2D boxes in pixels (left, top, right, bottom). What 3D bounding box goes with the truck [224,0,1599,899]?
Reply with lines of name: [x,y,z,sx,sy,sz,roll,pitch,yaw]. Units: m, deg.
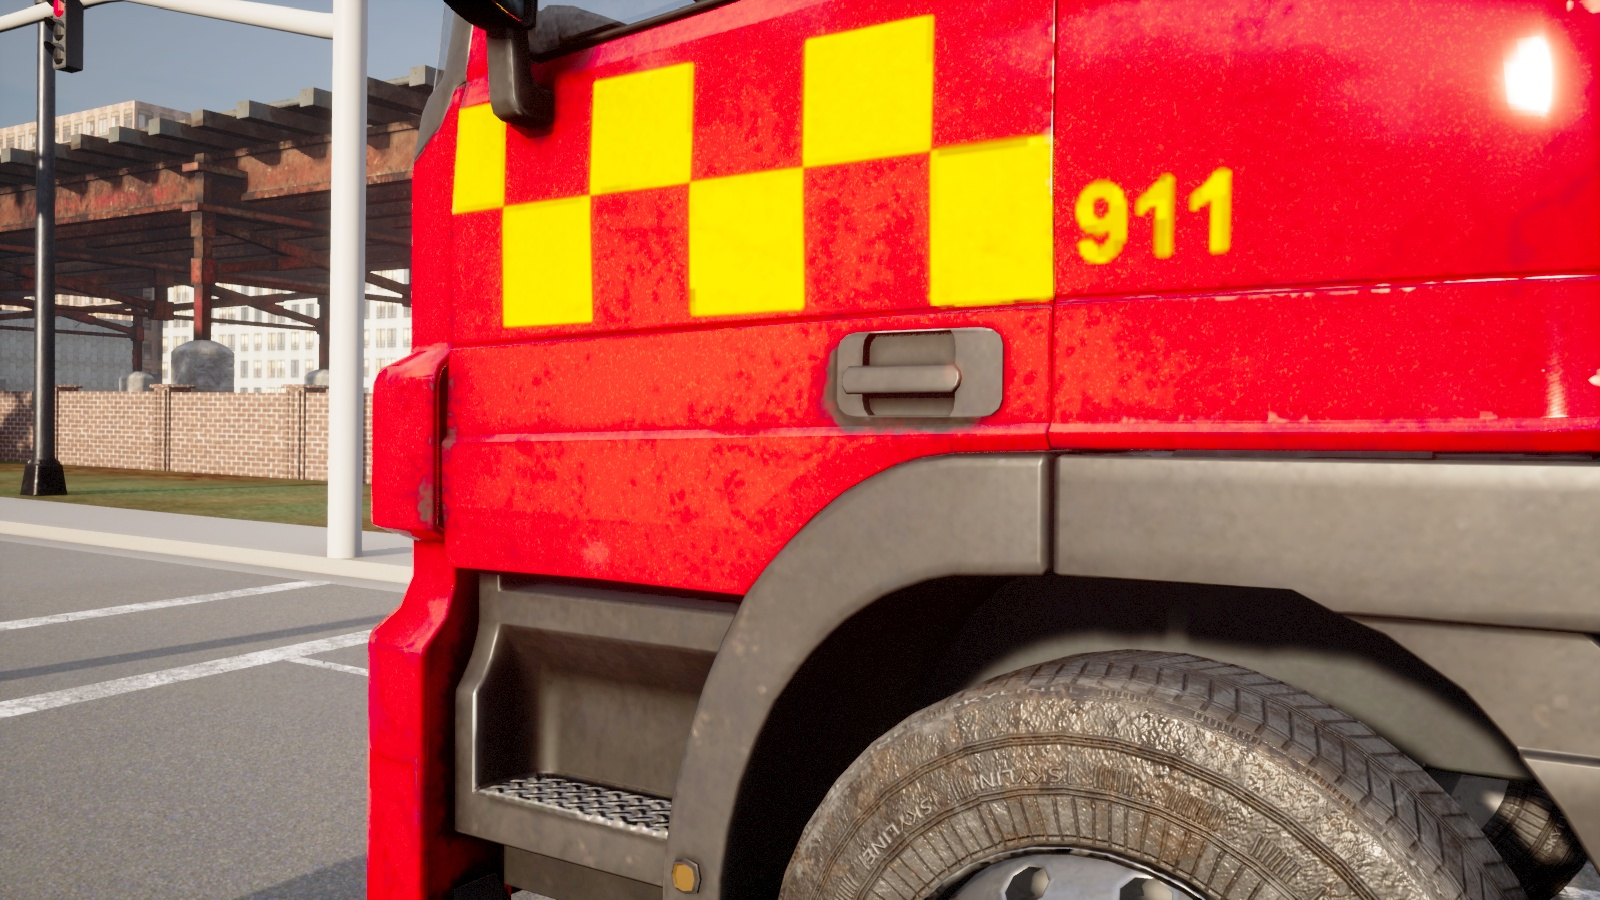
truck: [3.107,-0.482,1.535,8.468,3.827,2.891,0,1,34]
